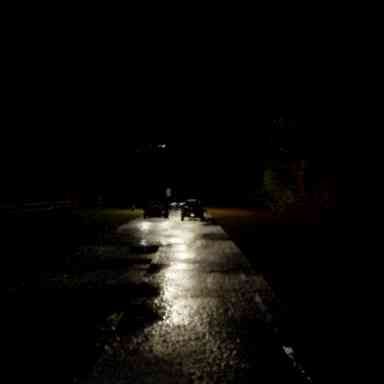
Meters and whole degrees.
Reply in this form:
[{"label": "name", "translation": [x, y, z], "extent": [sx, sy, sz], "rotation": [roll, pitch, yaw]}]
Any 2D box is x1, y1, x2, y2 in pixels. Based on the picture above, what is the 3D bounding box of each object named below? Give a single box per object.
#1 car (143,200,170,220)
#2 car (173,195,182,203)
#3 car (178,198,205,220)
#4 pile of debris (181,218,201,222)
[{"label": "car", "translation": [-2.902, 1.477, 28.061], "extent": [1.882, 1.535, 5.008], "rotation": [0, 0, 0]}, {"label": "car", "translation": [-2.890, 1.508, 69.554], "extent": [1.837, 1.490, 4.892], "rotation": [0, 0, 0]}, {"label": "car", "translation": [0.036, 1.502, 27.734], "extent": [1.837, 1.490, 4.892], "rotation": [0, 0, 0]}, {"label": "pile of debris", "translation": [-0.050, 2.174, 25.927], "extent": [1.500, 0.140, 1.860], "rotation": [0, 0, 0]}]
